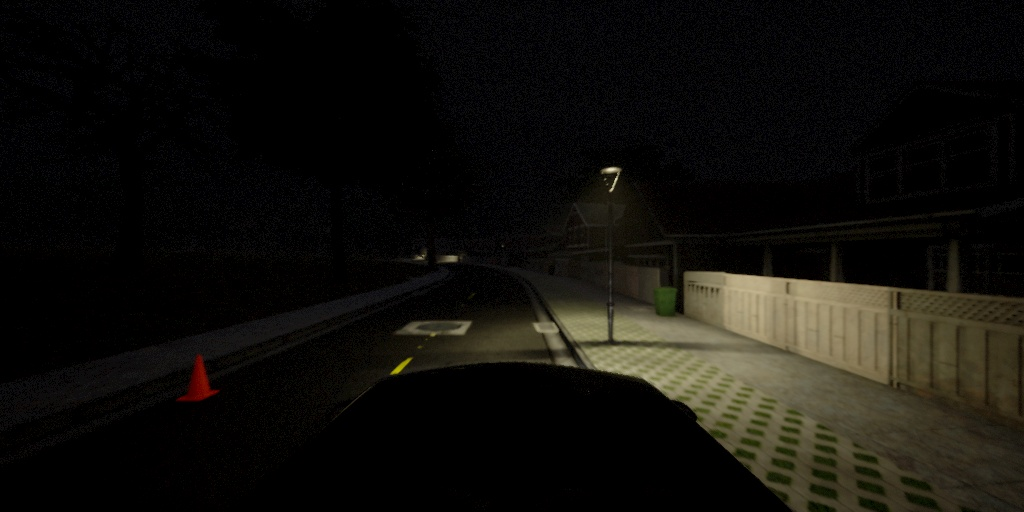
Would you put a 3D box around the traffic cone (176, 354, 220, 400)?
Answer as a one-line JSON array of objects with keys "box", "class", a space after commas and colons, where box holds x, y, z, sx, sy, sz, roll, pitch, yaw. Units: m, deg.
[{"box": [-4.475, 1.706, 5.123, 0.340, 0.580, 0.340, 0, 0, 0], "class": "traffic cone"}]
